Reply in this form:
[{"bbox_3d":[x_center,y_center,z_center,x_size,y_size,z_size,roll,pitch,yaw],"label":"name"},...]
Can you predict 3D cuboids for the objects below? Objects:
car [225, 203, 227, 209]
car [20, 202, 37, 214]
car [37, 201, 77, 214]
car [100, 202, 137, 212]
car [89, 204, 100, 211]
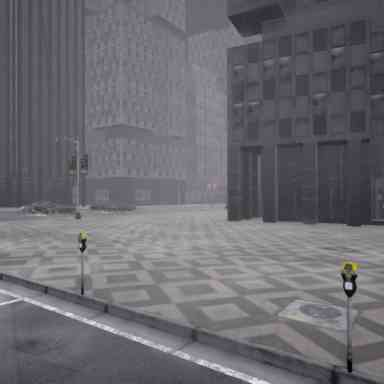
[{"bbox_3d":[8.264,2.469,65.004,2.097,1.767,4.553,0,-1,35],"label":"car"},{"bbox_3d":[-19.639,1.982,43.193,2.128,1.511,4.902,0,-1,36],"label":"car"},{"bbox_3d":[-16.654,2.059,41.796,1.994,1.385,4.181,0,-1,35],"label":"car"},{"bbox_3d":[-10.685,2.237,50.088,2.033,1.411,5.357,0,-1,36],"label":"car"},{"bbox_3d":[-13.579,2.289,51.628,1.895,1.301,4.718,0,-1,36],"label":"car"}]
